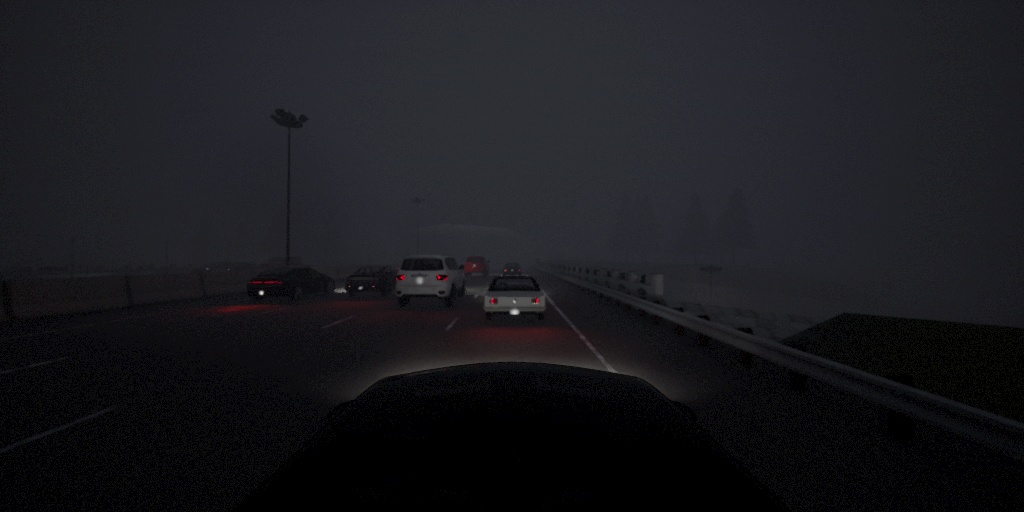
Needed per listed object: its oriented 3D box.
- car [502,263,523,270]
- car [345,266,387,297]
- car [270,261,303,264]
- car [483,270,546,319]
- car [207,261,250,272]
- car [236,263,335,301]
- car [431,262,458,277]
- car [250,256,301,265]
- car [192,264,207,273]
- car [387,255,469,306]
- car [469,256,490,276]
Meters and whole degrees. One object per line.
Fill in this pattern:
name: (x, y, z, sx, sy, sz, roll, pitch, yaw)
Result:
car: (0.032, 1.334, 34.547, 2.033, 1.411, 5.357, 0, 0, 0)
car: (-6.936, 1.249, 18.843, 2.128, 1.511, 4.902, 0, 0, 0)
car: (-21.166, 1.407, 35.364, 1.895, 1.301, 4.718, 0, 0, 0)
car: (0.078, 1.351, 12.708, 1.895, 1.301, 4.718, 0, 0, 0)
car: (-28.160, 1.314, 37.146, 2.128, 1.511, 4.902, 0, 0, 0)
car: (-10.433, 1.264, 17.342, 1.837, 1.490, 4.892, 0, 0, 0)
car: (-6.975, 1.373, 37.288, 1.994, 1.385, 4.181, 0, 0, 0)
car: (-24.665, 1.053, 38.351, 2.150, 2.045, 5.566, 0, -1, 0)
car: (-31.657, 1.315, 38.570, 1.882, 1.535, 5.008, 0, -1, 0)
car: (-3.427, 0.974, 15.983, 2.150, 2.045, 5.566, 0, 0, 0)
car: (-3.473, 1.019, 35.982, 2.150, 2.045, 5.566, 0, 0, 0)
